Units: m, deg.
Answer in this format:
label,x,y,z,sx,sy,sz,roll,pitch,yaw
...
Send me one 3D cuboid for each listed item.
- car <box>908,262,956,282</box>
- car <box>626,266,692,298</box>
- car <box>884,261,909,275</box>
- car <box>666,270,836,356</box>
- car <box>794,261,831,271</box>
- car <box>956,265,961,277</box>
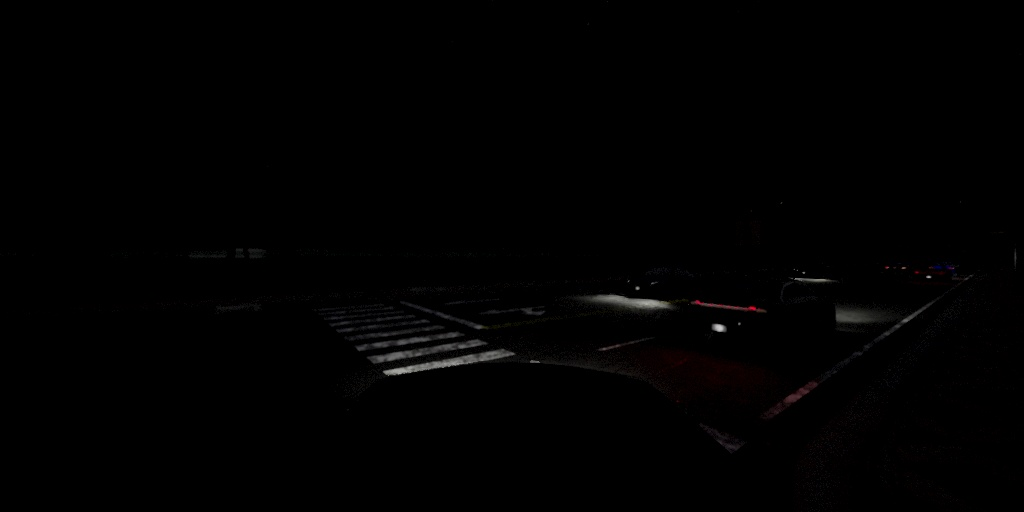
label,x,y,z,sx,sy,sz,roll,pitch,yaw
car,34.529,1.355,29.456,4.718,1.301,1.895,0,0,-36
car,7.698,1.214,18.006,4.674,1.442,1.812,0,1,-36
car,42.176,1.278,39.088,5.357,1.411,2.033,0,0,-36
car,6.123,1.235,8.654,4.902,1.511,2.128,0,0,-36
car,26.885,1.201,32.054,4.892,1.490,1.837,0,0,-36
car,42.481,1.283,35.343,4.674,1.442,1.812,0,0,-36
